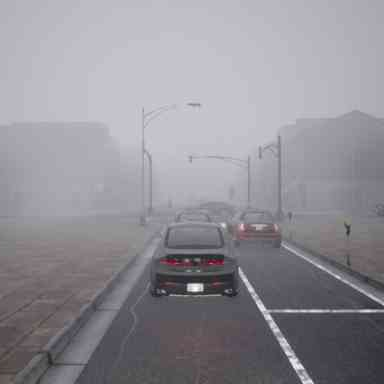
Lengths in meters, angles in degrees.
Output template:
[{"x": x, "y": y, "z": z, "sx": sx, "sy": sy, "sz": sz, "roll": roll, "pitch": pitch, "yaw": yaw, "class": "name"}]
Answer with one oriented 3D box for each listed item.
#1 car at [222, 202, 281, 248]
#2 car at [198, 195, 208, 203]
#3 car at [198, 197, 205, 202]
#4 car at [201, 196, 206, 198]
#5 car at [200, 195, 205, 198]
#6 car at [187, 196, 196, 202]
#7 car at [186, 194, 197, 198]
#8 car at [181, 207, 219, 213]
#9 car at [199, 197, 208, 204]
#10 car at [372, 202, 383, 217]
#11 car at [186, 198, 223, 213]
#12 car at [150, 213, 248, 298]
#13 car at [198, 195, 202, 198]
[{"x": 2.638, "y": 1.456, "z": 14.985, "sx": 1.967, "sy": 1.590, "sz": 4.097, "roll": 2, "pitch": 0, "yaw": 0, "class": "car"}, {"x": 2.537, "y": 1.730, "z": 79.796, "sx": 2.192, "sy": 1.841, "sz": 5.009, "roll": 1, "pitch": -1, "yaw": 0, "class": "car"}, {"x": 2.515, "y": 2.116, "z": 90.668, "sx": 1.802, "sy": 1.307, "sz": 4.206, "roll": 1, "pitch": -1, "yaw": 0, "class": "car"}, {"x": 2.583, "y": 1.702, "z": 47.168, "sx": 1.947, "sy": 1.339, "sz": 4.313, "roll": 1, "pitch": 0, "yaw": 0, "class": "car"}, {"x": 2.576, "y": 1.699, "z": 52.775, "sx": 1.752, "sy": 1.417, "sz": 4.829, "roll": 1, "pitch": 0, "yaw": 0, "class": "car"}, {"x": -0.125, "y": 1.812, "z": 82.257, "sx": 2.033, "sy": 1.411, "sz": 5.357, "roll": 0, "pitch": -1, "yaw": 0, "class": "car"}, {"x": -0.109, "y": 1.553, "z": 71.861, "sx": 2.150, "sy": 2.045, "sz": 5.566, "roll": 0, "pitch": -1, "yaw": 0, "class": "car"}, {"x": 0.069, "y": 1.618, "z": 16.066, "sx": 1.895, "sy": 1.301, "sz": 4.718, "roll": 0, "pitch": 0, "yaw": 0, "class": "car"}, {"x": 2.541, "y": 1.887, "z": 74.525, "sx": 1.752, "sy": 1.417, "sz": 4.829, "roll": 1, "pitch": -1, "yaw": 0, "class": "car"}, {"x": 19.285, "y": 1.283, "z": 29.819, "sx": 5.566, "sy": 2.045, "sz": 2.150, "roll": 0, "pitch": -2, "yaw": 0, "class": "car"}, {"x": 1.436, "y": 1.571, "z": 29.892, "sx": 4.892, "sy": 1.490, "sz": 1.837, "roll": 0, "pitch": -2, "yaw": 0, "class": "car"}, {"x": 0.027, "y": 1.511, "z": 8.537, "sx": 1.837, "sy": 1.490, "sz": 4.892, "roll": 0, "pitch": 0, "yaw": -1, "class": "car"}, {"x": 2.557, "y": 1.825, "z": 63.480, "sx": 1.947, "sy": 1.339, "sz": 4.313, "roll": 1, "pitch": -1, "yaw": 0, "class": "car"}]
